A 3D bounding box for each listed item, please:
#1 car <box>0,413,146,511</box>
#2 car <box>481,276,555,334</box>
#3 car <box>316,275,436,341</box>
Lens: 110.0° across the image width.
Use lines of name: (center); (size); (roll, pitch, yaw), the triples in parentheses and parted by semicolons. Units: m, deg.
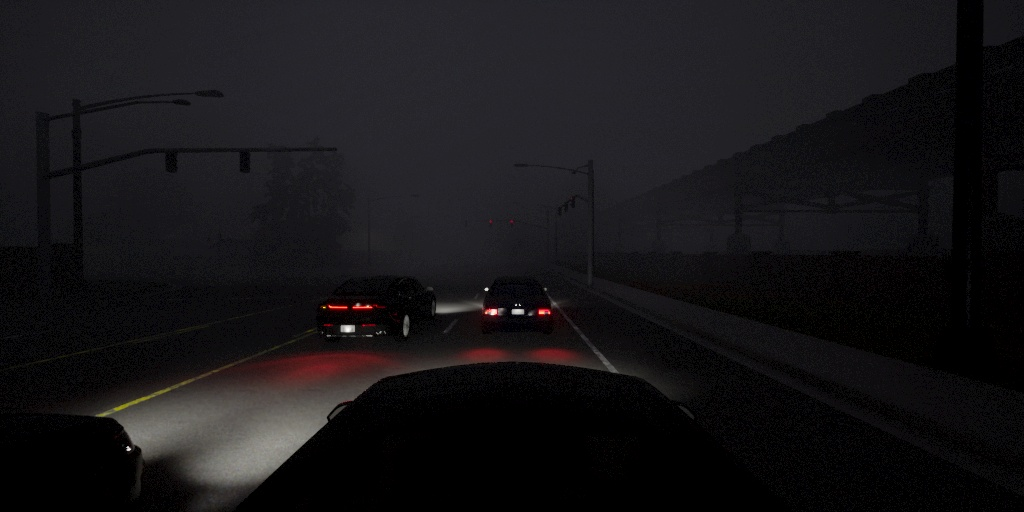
car: (-3.403, 1.253, 0.371); (1.837, 1.490, 4.892); (0, 0, 0)
car: (0.122, 1.300, 10.586); (2.033, 1.411, 5.357); (0, 0, 0)
car: (-3.383, 1.254, 9.820); (1.837, 1.490, 4.892); (0, 0, 0)
